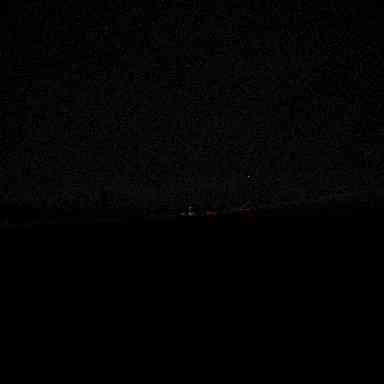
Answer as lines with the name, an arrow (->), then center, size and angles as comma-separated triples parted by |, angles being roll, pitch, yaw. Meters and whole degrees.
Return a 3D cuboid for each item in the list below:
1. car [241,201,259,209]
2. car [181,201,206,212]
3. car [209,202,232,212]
car -> 10.763, 2.317, 62.070 | 1.812, 1.442, 4.674 | -2, -1, 36
car -> 0.223, 2.327, 53.546 | 2.097, 1.767, 4.553 | -2, -1, 36
car -> 4.584, 2.355, 53.430 | 2.128, 1.511, 4.902 | -2, -1, 37
